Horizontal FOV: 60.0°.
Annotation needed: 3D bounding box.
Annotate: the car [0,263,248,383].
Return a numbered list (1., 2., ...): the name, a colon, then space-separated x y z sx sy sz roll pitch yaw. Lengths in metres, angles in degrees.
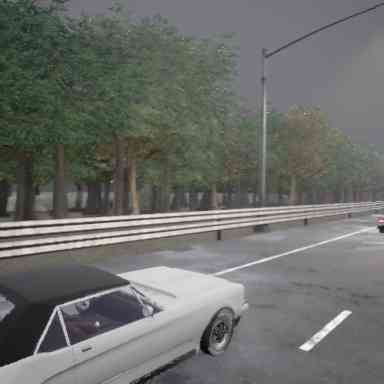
1. car: -1.280 1.564 3.956 1.895 1.301 4.718 1 0 41

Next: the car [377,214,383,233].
1. car: 12.378 1.668 19.561 2.033 1.411 5.357 1 0 41
